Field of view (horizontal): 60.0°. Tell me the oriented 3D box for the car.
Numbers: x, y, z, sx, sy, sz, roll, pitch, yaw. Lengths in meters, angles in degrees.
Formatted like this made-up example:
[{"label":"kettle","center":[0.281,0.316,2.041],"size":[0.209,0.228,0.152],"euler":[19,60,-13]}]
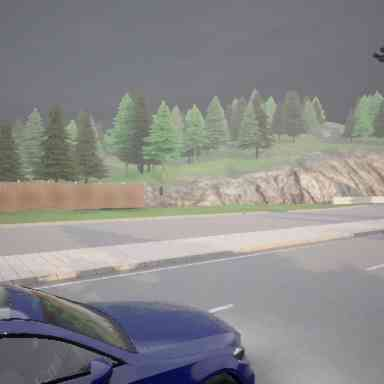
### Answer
[{"label":"car","center":[-1.579,1.526,2.621],"size":[4.674,1.442,1.812],"euler":[0,0,-36]}]
